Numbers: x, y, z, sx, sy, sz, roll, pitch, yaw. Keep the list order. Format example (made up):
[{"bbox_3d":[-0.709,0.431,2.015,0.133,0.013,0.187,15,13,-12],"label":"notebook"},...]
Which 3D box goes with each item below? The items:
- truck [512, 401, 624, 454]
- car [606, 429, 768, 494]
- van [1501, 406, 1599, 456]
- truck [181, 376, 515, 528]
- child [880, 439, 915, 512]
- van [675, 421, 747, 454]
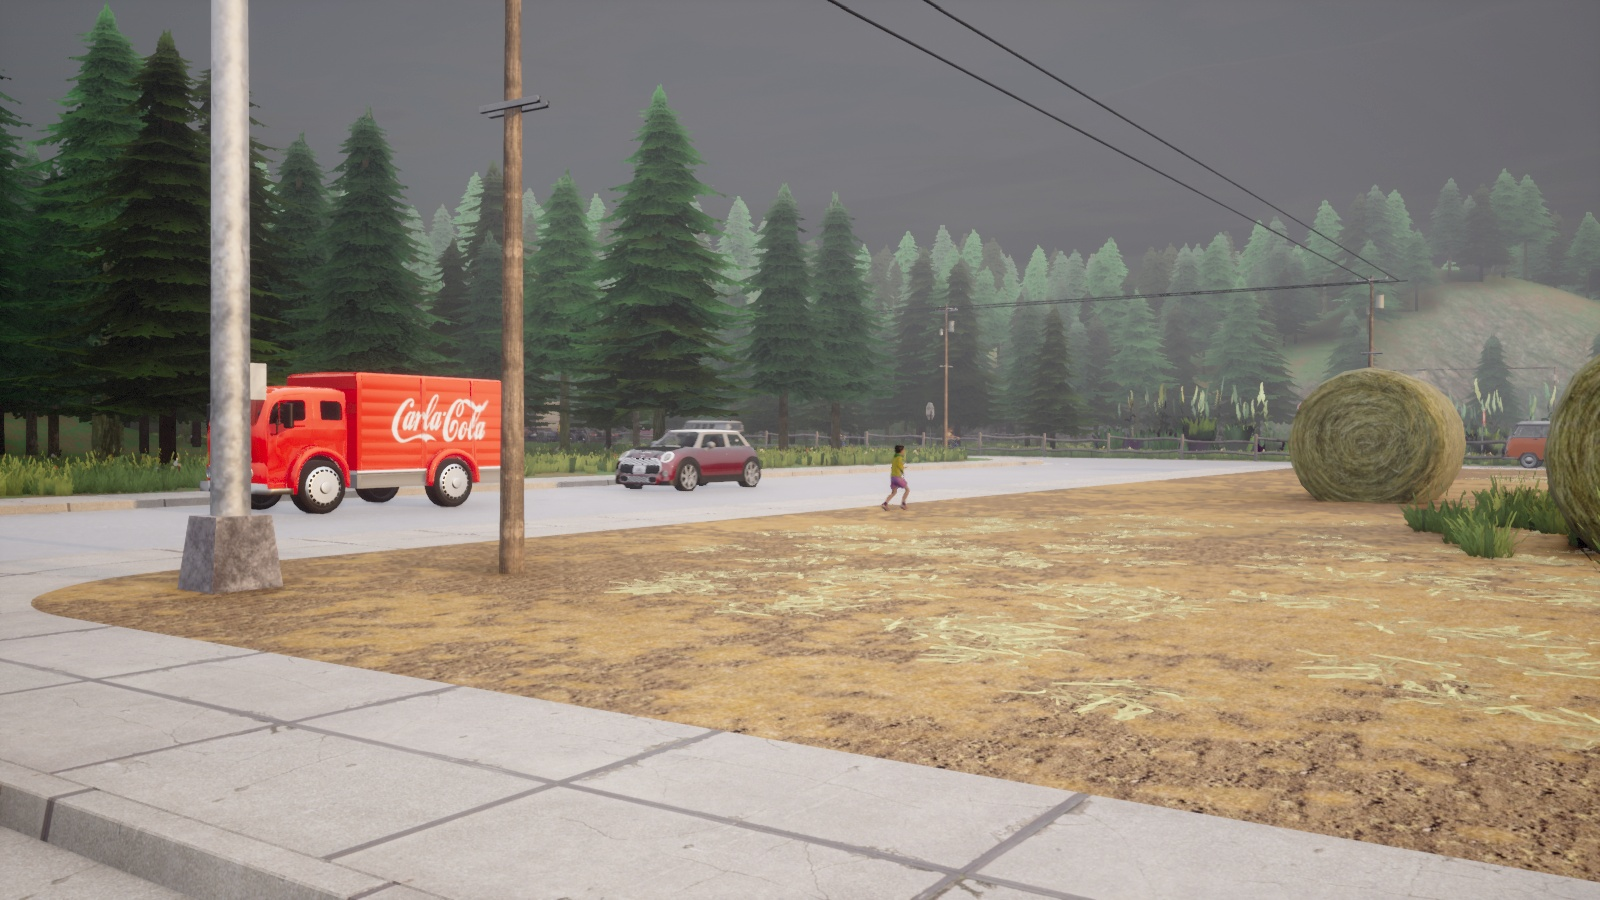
[{"bbox_3d":[-16.095,-1.527,87.020,7.936,3.462,2.891,0,1,36],"label":"truck"},{"bbox_3d":[-2.729,0.235,30.995,1.970,1.475,3.806,0,1,35],"label":"car"},{"bbox_3d":[31.441,-0.776,51.511,4.442,1.987,1.775,0,1,37],"label":"van"},{"bbox_3d":[-8.144,-0.019,23.156,2.627,2.467,5.204,0,1,35],"label":"truck"},{"bbox_3d":[1.588,0.412,20.426,0.473,1.160,0.299,-1,1,-34],"label":"child"},{"bbox_3d":[-5.645,-0.791,79.508,4.442,1.987,1.775,0,1,36],"label":"van"}]
